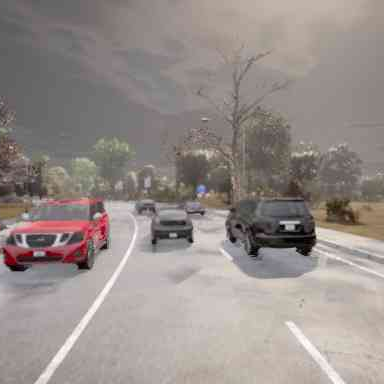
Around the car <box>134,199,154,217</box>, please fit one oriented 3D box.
[{"bbox_3d":[-5.001,1.496,35.678,1.837,1.490,4.892,-1,0,-15],"label":"car"}]

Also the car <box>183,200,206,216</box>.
[{"bbox_3d":[-0.176,1.489,31.142,2.033,1.411,5.357,-1,0,-13],"label":"car"}]

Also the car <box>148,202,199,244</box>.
[{"bbox_3d":[-1.034,1.490,15.891,1.837,1.490,4.892,0,1,-7],"label":"car"}]

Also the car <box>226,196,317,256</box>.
[{"bbox_3d":[2.825,1.175,13.042,2.150,2.045,5.566,-1,0,-5],"label":"car"}]

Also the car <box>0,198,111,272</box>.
[{"bbox_3d":[-4.164,1.243,11.289,2.150,2.045,5.566,0,0,-5],"label":"car"}]
